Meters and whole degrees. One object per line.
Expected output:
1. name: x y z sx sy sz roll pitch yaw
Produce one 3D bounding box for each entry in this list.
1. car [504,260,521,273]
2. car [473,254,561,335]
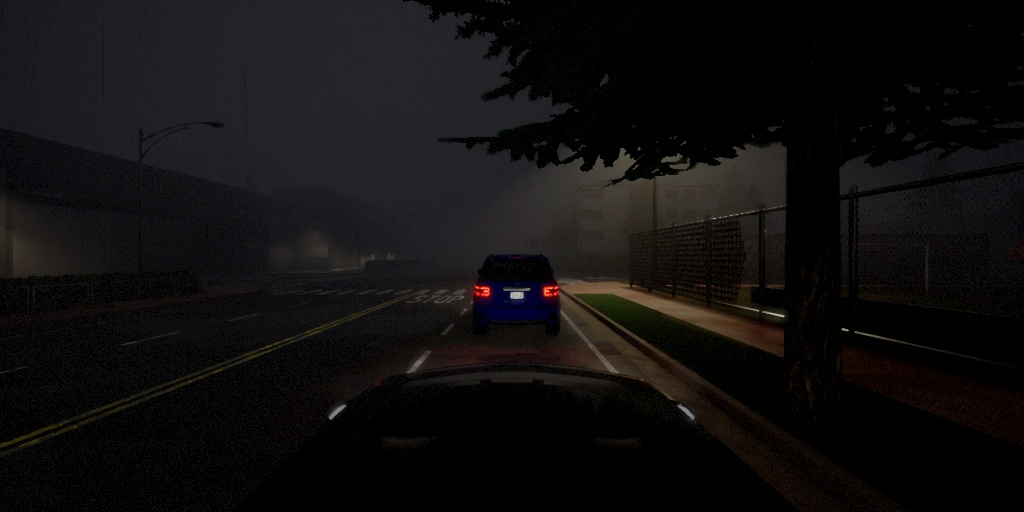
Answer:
1. car: 0.029 1.242 45.564 2.128 1.511 4.902 0 0 0
2. car: 0.116 0.972 10.689 2.150 2.045 5.566 0 0 0
